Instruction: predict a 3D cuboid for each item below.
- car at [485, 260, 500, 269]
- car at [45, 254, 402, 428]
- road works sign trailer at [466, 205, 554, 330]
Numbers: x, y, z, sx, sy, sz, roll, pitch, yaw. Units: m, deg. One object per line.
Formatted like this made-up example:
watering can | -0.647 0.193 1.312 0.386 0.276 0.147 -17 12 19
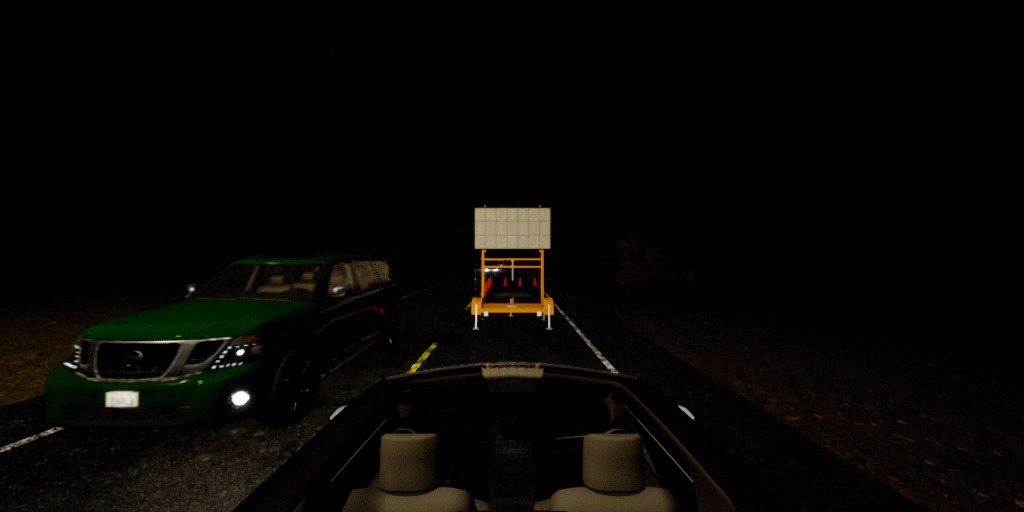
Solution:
car | -3.380 1.379 58.515 1.895 1.301 4.718 0 0 0
car | -3.592 0.971 6.072 2.150 2.045 5.566 0 0 0
road works sign trailer | 0.020 0.214 11.158 2.380 3.560 2.880 0 0 0
